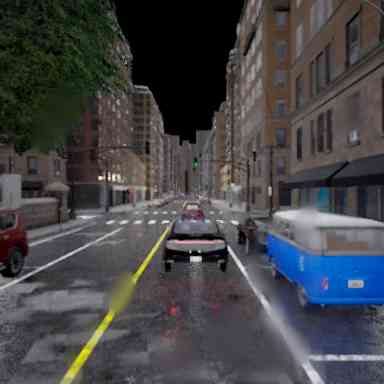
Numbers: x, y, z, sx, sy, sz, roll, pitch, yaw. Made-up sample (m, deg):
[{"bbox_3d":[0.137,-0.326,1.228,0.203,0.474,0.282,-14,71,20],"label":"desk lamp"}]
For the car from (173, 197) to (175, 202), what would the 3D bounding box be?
[{"bbox_3d":[-5.656,1.853,78.548,2.008,1.369,4.403,0,0,0],"label":"car"}]

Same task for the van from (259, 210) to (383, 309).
[{"bbox_3d":[2.857,1.373,7.645,1.690,1.788,3.998,0,0,0],"label":"van"}]

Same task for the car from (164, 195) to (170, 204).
[{"bbox_3d":[-5.659,1.776,62.196,1.887,1.381,4.507,0,0,0],"label":"car"}]

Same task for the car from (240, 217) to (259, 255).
[{"bbox_3d":[2.858,1.619,13.305,1.947,1.339,4.313,0,0,0],"label":"car"}]

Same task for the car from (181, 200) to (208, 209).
[{"bbox_3d":[0.106,1.627,26.542,1.812,1.442,4.674,0,0,0],"label":"car"}]

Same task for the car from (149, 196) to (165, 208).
[{"bbox_3d":[-5.660,1.713,51.125,1.752,1.417,4.829,0,0,0],"label":"car"}]

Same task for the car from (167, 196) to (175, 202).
[{"bbox_3d":[-5.654,1.877,89.280,1.752,1.417,4.829,0,0,0],"label":"car"}]

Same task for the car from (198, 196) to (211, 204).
[{"bbox_3d":[2.867,1.694,67.682,1.967,1.590,4.097,0,0,0],"label":"car"}]

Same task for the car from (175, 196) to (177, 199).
[{"bbox_3d":[-5.656,1.642,84.000,2.192,1.841,5.009,0,0,0],"label":"car"}]

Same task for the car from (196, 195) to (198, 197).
[{"bbox_3d":[2.872,1.905,95.093,1.752,1.417,4.829,0,0,0],"label":"car"}]

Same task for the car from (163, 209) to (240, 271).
[{"bbox_3d":[0.102,1.537,11.069,2.128,1.511,4.902,0,0,0],"label":"car"}]

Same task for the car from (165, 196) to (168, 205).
[{"bbox_3d":[-5.659,1.760,56.745,2.008,1.369,4.403,0,0,0],"label":"car"}]

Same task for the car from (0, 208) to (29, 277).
[{"bbox_3d":[-5.668,1.347,7.607,2.192,1.841,5.009,0,0,0],"label":"car"}]

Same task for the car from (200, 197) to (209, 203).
[{"bbox_3d":[2.869,1.852,78.578,2.008,1.369,4.403,0,0,0],"label":"car"}]

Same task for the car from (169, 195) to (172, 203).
[{"bbox_3d":[-5.658,1.799,67.647,1.887,1.381,4.507,0,0,0],"label":"car"}]
